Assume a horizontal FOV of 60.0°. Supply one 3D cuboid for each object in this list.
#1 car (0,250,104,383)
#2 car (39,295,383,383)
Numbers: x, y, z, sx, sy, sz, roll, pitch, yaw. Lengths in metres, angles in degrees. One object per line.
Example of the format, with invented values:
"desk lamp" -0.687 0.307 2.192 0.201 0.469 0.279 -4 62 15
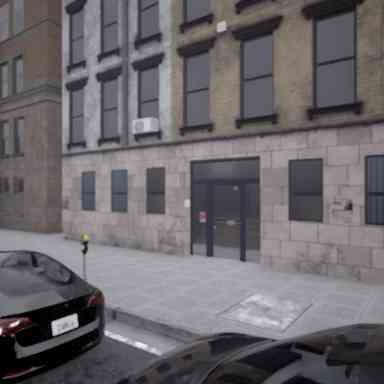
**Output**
"car" -3.160 1.570 5.061 4.313 1.339 1.947 0 0 35
"car" 1.248 1.566 1.919 4.313 1.339 1.947 0 0 35
